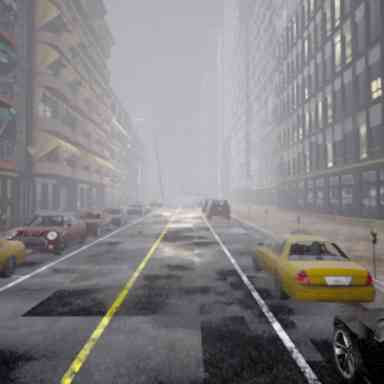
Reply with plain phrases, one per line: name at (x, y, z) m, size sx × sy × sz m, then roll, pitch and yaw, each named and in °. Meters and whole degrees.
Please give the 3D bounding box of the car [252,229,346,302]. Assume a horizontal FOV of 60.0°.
car at (2.628, 1.601, 8.355) m, size 1.752 × 1.417 × 4.829 m, roll 1°, pitch -1°, yaw -1°

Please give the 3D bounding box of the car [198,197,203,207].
car at (2.282, 1.713, 42.091) m, size 2.192 × 1.841 × 5.009 m, roll 1°, pitch -1°, yaw -1°

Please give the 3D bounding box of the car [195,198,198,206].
car at (2.046, 2.045, 64.693) m, size 1.967 × 1.590 × 4.097 m, roll 1°, pitch -1°, yaw -1°

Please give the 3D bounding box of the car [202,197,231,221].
car at (2.398, 1.606, 30.790) m, size 2.192 × 1.841 × 5.009 m, roll 1°, pitch -1°, yaw -1°

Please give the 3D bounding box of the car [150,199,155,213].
car at (-6.099, 1.942, 41.834) m, size 1.752 × 1.417 × 4.829 m, roll 1°, pitch -1°, yaw -1°

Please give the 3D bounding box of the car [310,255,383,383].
car at (2.688, 1.585, 2.533) m, size 1.947 × 1.339 × 4.313 m, roll 1°, pitch -1°, yaw -1°

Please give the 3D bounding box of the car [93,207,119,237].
car at (-5.867, 1.749, 19.401) m, size 1.887 × 1.381 × 4.507 m, roll 1°, pitch -1°, yaw -1°

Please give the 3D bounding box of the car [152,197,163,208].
car at (-6.273, 1.890, 58.959) m, size 2.192 × 1.841 × 5.009 m, roll 1°, pitch -1°, yaw -1°

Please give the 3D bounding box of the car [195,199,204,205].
car at (1.869, 2.325, 81.645) m, size 1.947 × 1.339 × 4.313 m, roll 1°, pitch -1°, yaw -1°

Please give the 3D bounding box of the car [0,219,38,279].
car at (-5.748, 1.618, 7.929) m, size 1.752 × 1.417 × 4.829 m, roll 1°, pitch -1°, yaw -1°

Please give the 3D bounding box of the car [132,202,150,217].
car at (-6.043, 1.911, 36.354) m, size 1.887 × 1.381 × 4.507 m, roll 1°, pitch -1°, yaw -1°

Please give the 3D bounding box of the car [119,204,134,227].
car at (-5.926, 1.824, 25.051) m, size 1.947 × 1.339 × 4.313 m, roll 1°, pitch -1°, yaw -1°

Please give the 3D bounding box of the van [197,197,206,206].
van at (1.989, 1.998, 70.346) m, size 1.690 × 1.788 × 3.998 m, roll 1°, pitch -1°, yaw -1°

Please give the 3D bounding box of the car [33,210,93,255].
car at (-5.807, 1.590, 13.750) m, size 1.967 × 1.590 × 4.097 m, roll 1°, pitch -1°, yaw -1°
